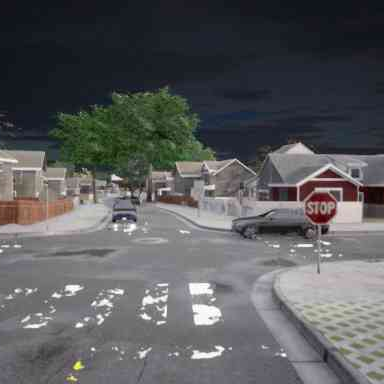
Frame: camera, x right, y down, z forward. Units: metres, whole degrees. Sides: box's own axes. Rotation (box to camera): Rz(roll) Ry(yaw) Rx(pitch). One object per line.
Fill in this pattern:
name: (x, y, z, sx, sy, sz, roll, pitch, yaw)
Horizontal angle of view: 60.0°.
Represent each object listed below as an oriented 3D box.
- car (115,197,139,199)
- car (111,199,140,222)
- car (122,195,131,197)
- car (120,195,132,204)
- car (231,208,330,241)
car: (-7.326, 1.539, 36.432, 2.033, 1.411, 5.357, 0, 0, -13)
car: (-5.299, 1.542, 26.409, 2.033, 1.411, 5.357, 0, 0, -10)
car: (-10.021, 1.493, 46.511, 1.837, 1.490, 4.892, 0, 0, -17)
car: (-13.014, 1.442, 65.742, 1.882, 1.535, 5.008, 0, 0, -16)
car: (4.297, 1.543, 16.343, 4.674, 1.442, 1.812, 1, 1, 2)
